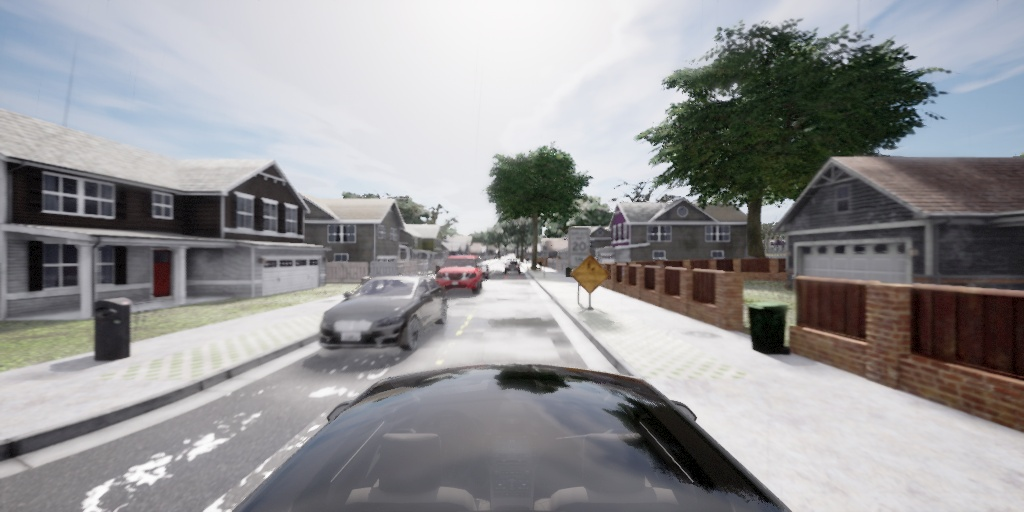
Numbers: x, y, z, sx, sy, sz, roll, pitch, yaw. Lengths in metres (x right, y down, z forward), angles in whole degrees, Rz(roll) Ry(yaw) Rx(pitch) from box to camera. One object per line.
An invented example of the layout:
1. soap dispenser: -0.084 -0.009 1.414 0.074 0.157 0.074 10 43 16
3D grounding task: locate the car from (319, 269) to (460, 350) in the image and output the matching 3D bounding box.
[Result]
1. car: -2.917 1.250 9.160 2.128 1.511 4.902 0 0 2

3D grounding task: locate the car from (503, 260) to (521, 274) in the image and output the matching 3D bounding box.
1. car: 0.051 1.281 41.056 1.812 1.442 4.674 0 0 0

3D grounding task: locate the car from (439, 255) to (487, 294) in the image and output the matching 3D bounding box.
1. car: -2.846 0.981 20.591 2.150 2.045 5.566 0 0 -1

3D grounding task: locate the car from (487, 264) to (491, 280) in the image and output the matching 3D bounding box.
1. car: -2.841 1.307 31.616 2.033 1.411 5.357 0 0 0

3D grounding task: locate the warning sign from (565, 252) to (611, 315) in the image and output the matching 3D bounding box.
1. warning sign: 2.519 0.875 11.587 1.300 1.860 1.060 0 0 0
